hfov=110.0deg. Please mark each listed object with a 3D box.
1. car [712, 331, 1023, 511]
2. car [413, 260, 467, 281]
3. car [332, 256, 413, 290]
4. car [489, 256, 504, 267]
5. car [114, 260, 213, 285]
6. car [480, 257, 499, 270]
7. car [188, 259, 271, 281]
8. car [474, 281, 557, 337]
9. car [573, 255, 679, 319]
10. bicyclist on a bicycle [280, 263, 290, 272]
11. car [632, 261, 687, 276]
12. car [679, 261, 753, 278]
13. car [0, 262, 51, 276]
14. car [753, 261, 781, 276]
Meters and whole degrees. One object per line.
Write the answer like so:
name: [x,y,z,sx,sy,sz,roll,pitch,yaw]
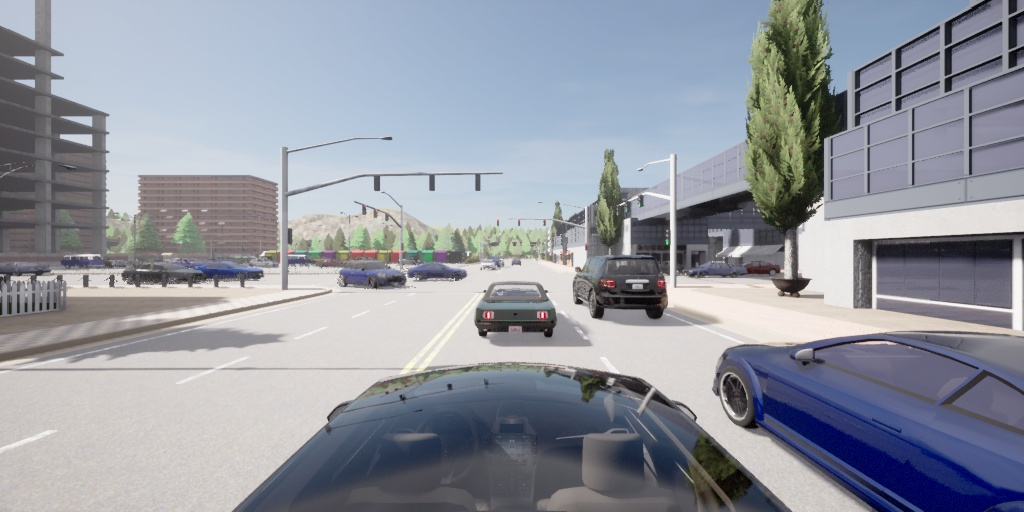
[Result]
car: [3.606,1.314,2.996,1.994,1.385,4.181,0,0,0]
car: [-5.999,1.275,29.074,4.674,1.442,1.812,0,0,-2]
car: [-8.821,1.101,22.619,4.553,1.767,2.097,0,0,32]
car: [-3.157,0.972,61.348,2.150,2.045,5.566,0,0,2]
car: [-24.566,1.254,25.389,4.892,1.490,1.837,0,0,0]
car: [-3.430,1.276,51.503,1.812,1.442,4.674,0,0,3]
car: [-22.762,1.227,28.884,5.008,1.535,1.882,0,0,0]
car: [0.105,1.351,10.236,1.895,1.301,4.718,0,0,1]
car: [3.625,0.971,12.961,2.150,2.045,5.566,0,0,1]
bicyclist on a bicycle: [-25.259,1.052,39.874,0.582,1.620,1.656,0,0,0]
car: [15.010,1.255,36.663,4.892,1.490,1.837,0,0,1]
car: [18.698,1.297,33.130,5.357,1.411,2.033,0,0,1]
car: [-49.996,1.297,36.100,5.357,1.411,2.033,0,0,1]
car: [24.497,1.228,36.576,5.008,1.535,1.882,0,0,1]
